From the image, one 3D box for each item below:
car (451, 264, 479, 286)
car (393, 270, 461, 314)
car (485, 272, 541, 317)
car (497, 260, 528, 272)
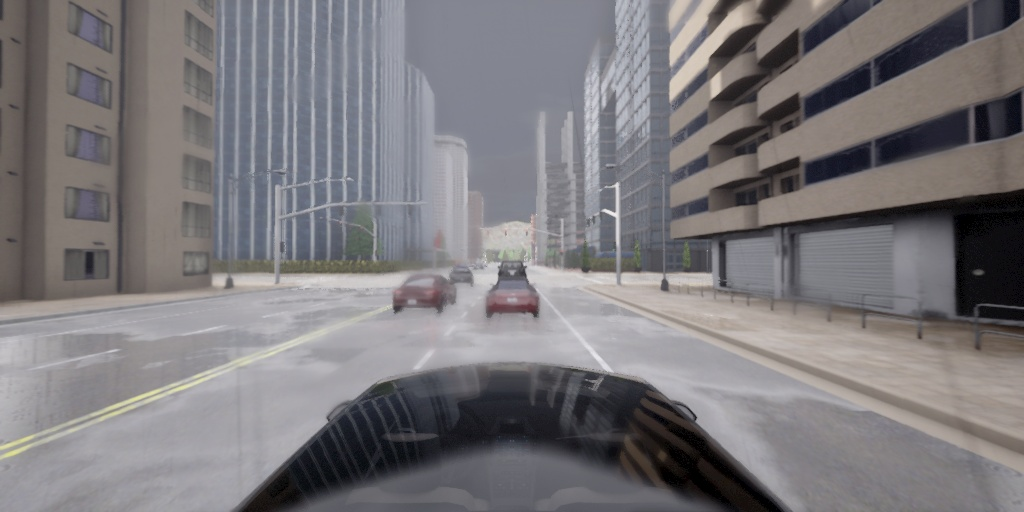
[{"bbox_3d":[-4.216,1.624,29.043,2.128,1.511,4.902,0,-1,-13],"label":"car"},{"bbox_3d":[-3.451,1.458,14.759,1.812,1.442,4.674,0,-1,0],"label":"car"},{"bbox_3d":[0.044,1.487,14.063,1.994,1.385,4.181,0,-1,1],"label":"car"},{"bbox_3d":[0.030,1.341,28.010,2.150,2.045,5.566,0,-1,0],"label":"car"}]
